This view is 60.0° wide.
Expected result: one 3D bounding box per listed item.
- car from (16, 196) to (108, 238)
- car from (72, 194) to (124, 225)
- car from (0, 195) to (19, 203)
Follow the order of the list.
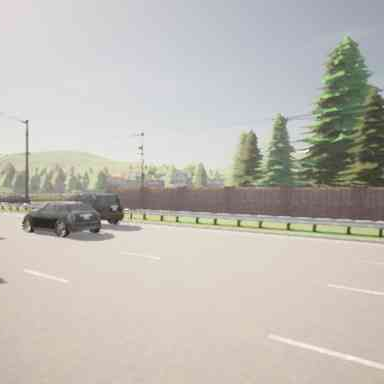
[{"bbox_3d":[-6.889,1.269,17.491,4.553,1.767,2.097,0,0,35],"label":"car"},{"bbox_3d":[-6.898,1.125,21.794,5.566,2.045,2.150,0,0,35],"label":"car"},{"bbox_3d":[-26.913,1.209,49.477,5.008,1.535,1.882,0,1,-15],"label":"car"}]
